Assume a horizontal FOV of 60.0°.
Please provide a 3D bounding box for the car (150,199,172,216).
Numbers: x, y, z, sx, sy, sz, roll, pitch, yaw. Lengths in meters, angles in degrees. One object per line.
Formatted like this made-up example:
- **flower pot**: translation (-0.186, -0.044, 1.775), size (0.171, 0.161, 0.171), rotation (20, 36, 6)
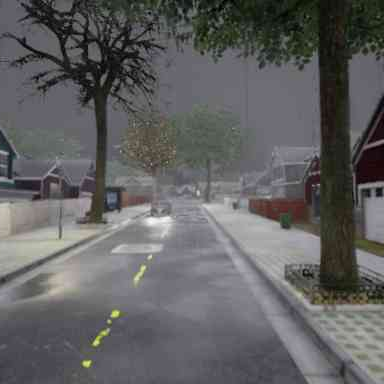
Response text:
- **car**: translation (-2.967, 1.496, 32.876), size (2.128, 1.511, 4.902), rotation (0, 0, 0)
